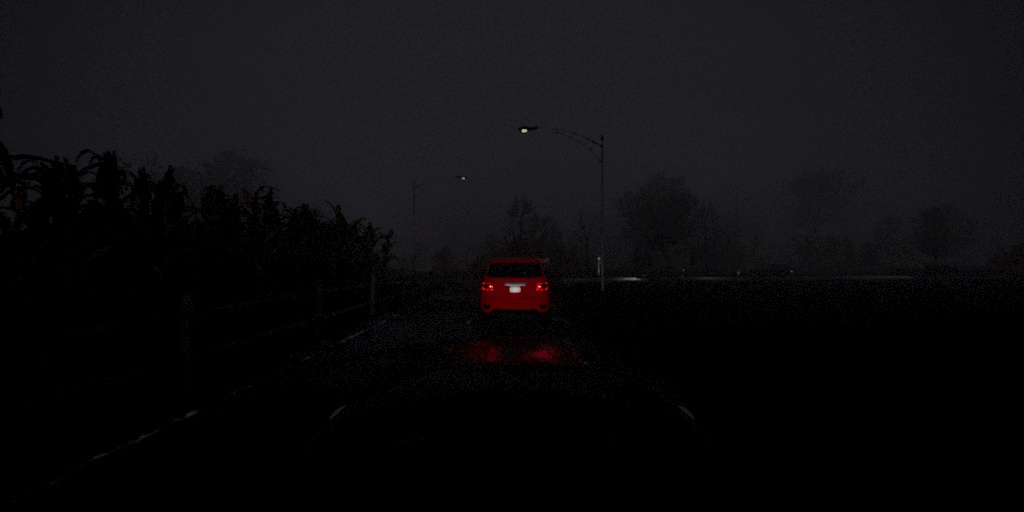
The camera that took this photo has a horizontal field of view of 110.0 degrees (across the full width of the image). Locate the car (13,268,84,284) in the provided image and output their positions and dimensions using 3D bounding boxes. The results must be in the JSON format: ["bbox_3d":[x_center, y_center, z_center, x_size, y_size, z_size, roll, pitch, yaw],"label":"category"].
[{"bbox_3d":[-46.822,1.981,36.291,4.892,1.490,1.837,0,0,1],"label":"car"}]

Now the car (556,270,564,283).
[{"bbox_3d":[2.609,1.542,29.714,2.128,1.511,4.902,-1,-1,33],"label":"car"}]

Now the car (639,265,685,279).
[{"bbox_3d":[14.840,1.549,35.643,4.181,1.385,1.994,0,0,1],"label":"car"}]

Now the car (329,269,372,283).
[{"bbox_3d":[-15.461,1.692,33.039,5.008,1.535,1.882,0,0,1],"label":"car"}]

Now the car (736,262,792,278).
[{"bbox_3d":[24.916,1.390,35.531,4.902,1.511,2.128,-1,0,1],"label":"car"}]

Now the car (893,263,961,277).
[{"bbox_3d":[40.762,1.357,35.324,4.718,1.301,1.895,-1,0,1],"label":"car"}]

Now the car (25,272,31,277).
[{"bbox_3d":[-46.353,1.932,33.440,5.008,1.535,1.882,-1,0,1],"label":"car"}]

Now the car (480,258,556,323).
[{"bbox_3d":[0.092,1.093,12.856,2.150,2.045,5.566,0,-1,0],"label":"car"}]
